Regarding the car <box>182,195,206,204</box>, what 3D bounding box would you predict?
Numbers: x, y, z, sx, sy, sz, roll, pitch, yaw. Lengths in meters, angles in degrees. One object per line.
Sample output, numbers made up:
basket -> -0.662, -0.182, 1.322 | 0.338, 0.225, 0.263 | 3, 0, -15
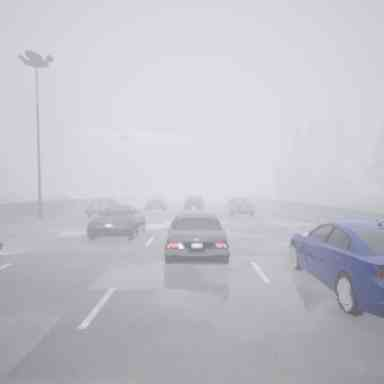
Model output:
car -> 0.193, 1.066, 30.781 | 1.837, 1.490, 4.892 | 0, 0, 0

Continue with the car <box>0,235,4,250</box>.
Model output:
car -> -6.877, 1.391, 8.037 | 2.033, 1.411, 5.357 | 0, 1, 0

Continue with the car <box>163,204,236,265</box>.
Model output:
car -> 0.133, 1.348, 10.815 | 2.033, 1.411, 5.357 | 0, 1, 0

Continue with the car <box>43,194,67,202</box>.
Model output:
car -> -20.897, 1.018, 52.354 | 2.033, 1.411, 5.357 | 0, 0, 1

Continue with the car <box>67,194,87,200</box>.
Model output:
car -> -17.406, 0.999, 52.211 | 1.812, 1.442, 4.674 | 0, 0, 1

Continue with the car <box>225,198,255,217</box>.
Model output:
car -> 3.679, 1.152, 26.119 | 2.033, 1.411, 5.357 | 0, 1, 0

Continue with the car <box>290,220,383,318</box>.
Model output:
car -> 3.619, 1.340, 7.240 | 1.882, 1.535, 5.008 | 0, 1, 0

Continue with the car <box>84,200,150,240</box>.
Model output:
car -> -3.354, 1.294, 15.414 | 1.994, 1.385, 4.181 | 0, 1, 0

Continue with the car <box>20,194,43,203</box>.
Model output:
car -> -24.400, 0.995, 51.933 | 1.812, 1.442, 4.674 | 0, 0, 1

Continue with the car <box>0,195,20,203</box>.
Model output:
car -> -27.893, 1.068, 51.865 | 1.895, 1.301, 4.718 | 0, 0, 1

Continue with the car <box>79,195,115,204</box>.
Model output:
car -> -6.820, 1.147, 26.139 | 2.033, 1.411, 5.357 | 0, 1, 0

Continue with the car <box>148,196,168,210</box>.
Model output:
car -> -3.303, 1.078, 31.711 | 1.812, 1.442, 4.674 | 0, 0, 0
